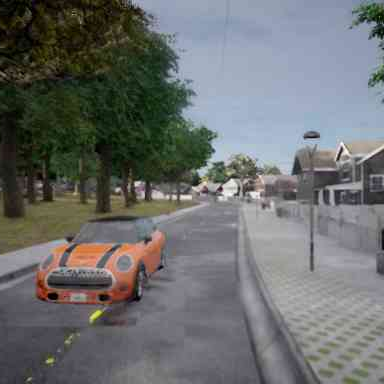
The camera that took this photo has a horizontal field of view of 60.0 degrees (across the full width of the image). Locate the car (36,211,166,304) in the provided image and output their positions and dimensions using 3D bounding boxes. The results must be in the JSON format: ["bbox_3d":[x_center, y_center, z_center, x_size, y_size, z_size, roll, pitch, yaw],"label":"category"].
[{"bbox_3d":[-1.993,1.433,8.562,2.097,1.767,4.553,0,-1,4],"label":"car"}]
